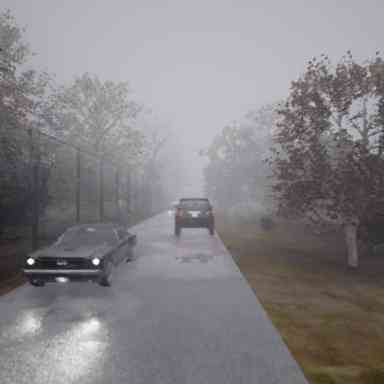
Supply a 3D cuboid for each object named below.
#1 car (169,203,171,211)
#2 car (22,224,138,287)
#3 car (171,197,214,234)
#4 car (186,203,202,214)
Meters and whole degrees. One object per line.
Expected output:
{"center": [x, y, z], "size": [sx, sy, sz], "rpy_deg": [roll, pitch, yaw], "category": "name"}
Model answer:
{"center": [-2.579, 2.177, 52.127], "size": [1.812, 1.442, 4.674], "rpy_deg": [0, -1, 1], "category": "car"}
{"center": [-2.838, 1.627, 9.491], "size": [1.895, 1.301, 4.718], "rpy_deg": [0, 0, 0], "category": "car"}
{"center": [0.147, 1.326, 19.914], "size": [2.150, 2.045, 5.566], "rpy_deg": [0, -1, 0], "category": "car"}
{"center": [0.268, 2.069, 42.764], "size": [1.895, 1.301, 4.718], "rpy_deg": [0, -1, 1], "category": "car"}
